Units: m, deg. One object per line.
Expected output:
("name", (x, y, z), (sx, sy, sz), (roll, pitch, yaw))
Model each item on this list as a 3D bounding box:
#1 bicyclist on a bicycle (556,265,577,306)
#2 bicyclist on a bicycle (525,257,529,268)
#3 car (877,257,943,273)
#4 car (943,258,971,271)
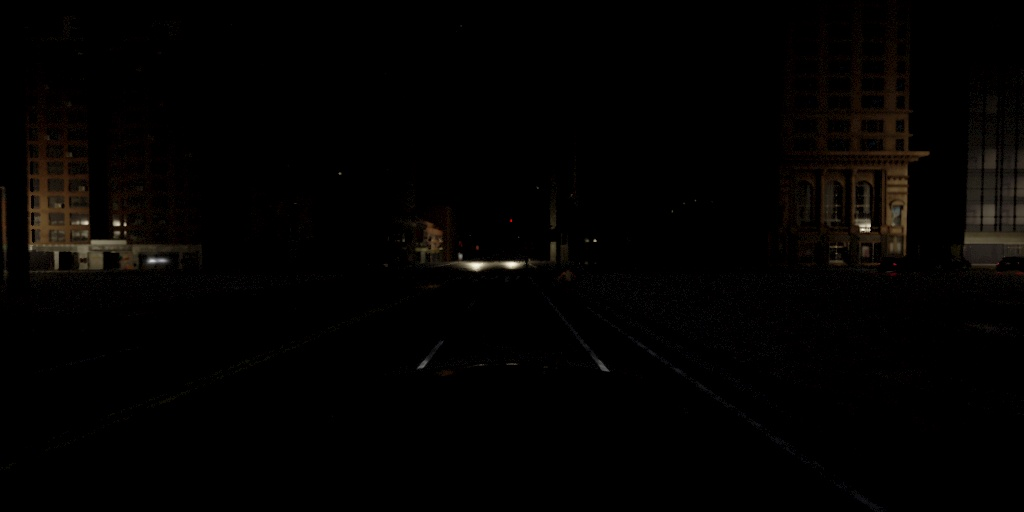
("bicyclist on a bicycle", (2.249, 1.158, 14.620), (0.866, 1.612, 1.509), (0, 0, 0))
("bicyclist on a bicycle", (2.245, 1.042, 54.614), (0.659, 1.776, 1.843), (0, 0, 0))
("car", (41.213, 0.888, 37.434), (4.553, 1.767, 2.097), (0, 1, 0))
("car", (48.593, 0.941, 40.488), (4.902, 1.511, 2.128), (0, 1, 0))
